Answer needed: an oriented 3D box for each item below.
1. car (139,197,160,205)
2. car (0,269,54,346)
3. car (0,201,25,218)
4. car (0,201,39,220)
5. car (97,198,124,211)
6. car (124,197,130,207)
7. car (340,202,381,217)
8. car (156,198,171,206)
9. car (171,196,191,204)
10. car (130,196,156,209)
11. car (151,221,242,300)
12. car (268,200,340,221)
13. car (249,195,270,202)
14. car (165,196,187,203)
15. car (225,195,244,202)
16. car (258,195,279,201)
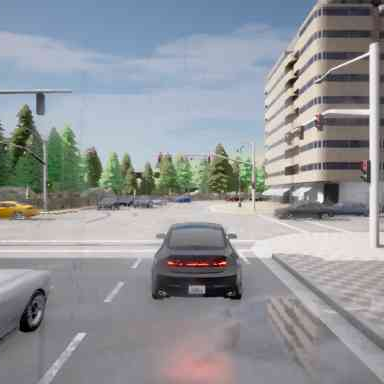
[{"bbox_3d":[-7.784,1.601,61.277,1.895,1.301,4.718,0,0,20],"label":"car"},{"bbox_3d":[-3.426,1.601,3.869,1.895,1.301,4.718,0,0,0],"label":"car"},{"bbox_3d":[-18.313,1.582,30.930,4.674,1.442,1.812,0,0,0],"label":"car"},{"bbox_3d":[-15.350,1.523,27.450,5.008,1.535,1.882,0,0,0],"label":"car"},{"bbox_3d":[-10.399,1.505,41.671,1.837,1.490,4.892,0,0,2],"label":"car"},{"bbox_3d":[-9.961,1.547,51.367,2.033,1.411,5.357,0,0,6],"label":"car"},{"bbox_3d":[14.601,1.603,31.061,5.357,1.411,2.033,0,0,0],"label":"car"},{"bbox_3d":[-5.631,1.601,56.257,1.895,1.301,4.718,0,0,14],"label":"car"},{"bbox_3d":[-1.900,1.478,66.061,1.882,1.535,5.008,0,0,28],"label":"car"},{"bbox_3d":[-6.757,1.352,46.477,2.097,1.767,4.553,0,0,3],"label":"car"},{"bbox_3d":[0.116,1.505,8.390,1.837,1.490,4.892,0,0,1],"label":"car"},{"bbox_3d":[9.121,1.560,27.297,4.892,1.490,1.837,0,0,-3],"label":"car"},{"bbox_3d":[15.183,1.595,74.838,4.718,1.301,1.895,0,0,-33],"label":"car"},{"bbox_3d":[-3.310,1.540,70.779,2.033,1.411,5.357,0,0,31],"label":"car"},{"bbox_3d":[9.710,1.478,75.109,5.008,1.535,1.882,0,0,-41],"label":"car"},{"bbox_3d":[18.507,1.500,80.625,4.892,1.490,1.837,0,0,-22],"label":"car"}]
